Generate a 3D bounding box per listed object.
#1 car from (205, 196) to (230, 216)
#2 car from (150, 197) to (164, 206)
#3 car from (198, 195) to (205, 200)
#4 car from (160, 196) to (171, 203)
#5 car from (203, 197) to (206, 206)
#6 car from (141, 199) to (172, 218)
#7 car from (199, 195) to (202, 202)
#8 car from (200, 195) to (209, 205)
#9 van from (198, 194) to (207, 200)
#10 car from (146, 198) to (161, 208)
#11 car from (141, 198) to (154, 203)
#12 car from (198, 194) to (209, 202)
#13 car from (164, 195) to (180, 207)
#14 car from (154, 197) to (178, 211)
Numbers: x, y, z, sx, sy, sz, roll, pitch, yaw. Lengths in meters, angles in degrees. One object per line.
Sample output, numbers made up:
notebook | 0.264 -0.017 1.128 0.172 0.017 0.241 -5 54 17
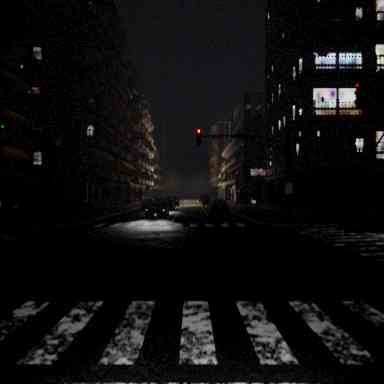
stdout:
car | 2.673 1.466 33.055 1.967 1.590 4.097 0 0 0
car | -5.721 1.613 55.188 1.947 1.339 4.313 0 0 0
car | 2.635 1.643 93.931 1.887 1.381 4.507 0 0 0
car | -5.732 1.612 71.789 1.887 1.381 4.507 0 0 0
car | 2.669 1.582 38.588 2.008 1.369 4.403 0 0 0
car | -3.117 1.625 30.421 1.895 1.301 4.718 0 0 0
car | 2.656 1.635 60.726 1.802 1.307 4.206 0 0 0
car | 2.659 1.629 55.192 1.802 1.307 4.206 0 0 0
van | 2.653 1.401 66.260 1.690 1.788 3.998 0 0 0
car | -5.718 1.623 49.653 1.802 1.307 4.206 0 0 0
car | -5.715 1.587 44.118 2.008 1.369 4.403 0 0 0
car | 2.646 1.390 77.328 2.192 1.841 5.009 0 0 0
car | -3.112 1.401 53.171 2.097 1.767 4.553 0 0 1
car | -3.113 1.596 40.354 1.994 1.385 4.181 0 0 1
